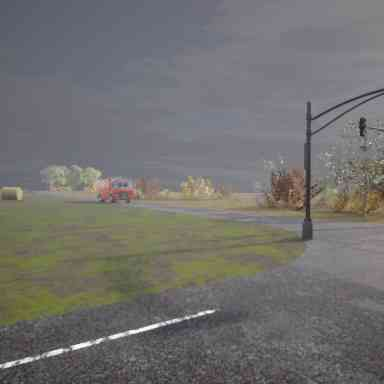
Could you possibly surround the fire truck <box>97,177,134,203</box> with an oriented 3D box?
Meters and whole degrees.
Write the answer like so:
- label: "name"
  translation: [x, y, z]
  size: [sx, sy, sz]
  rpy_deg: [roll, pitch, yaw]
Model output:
- label: "fire truck"
  translation: [-11.714, -0.355, 50.084]
  size: [2.891, 3.827, 8.468]
  rpy_deg: [1, 0, -32]
